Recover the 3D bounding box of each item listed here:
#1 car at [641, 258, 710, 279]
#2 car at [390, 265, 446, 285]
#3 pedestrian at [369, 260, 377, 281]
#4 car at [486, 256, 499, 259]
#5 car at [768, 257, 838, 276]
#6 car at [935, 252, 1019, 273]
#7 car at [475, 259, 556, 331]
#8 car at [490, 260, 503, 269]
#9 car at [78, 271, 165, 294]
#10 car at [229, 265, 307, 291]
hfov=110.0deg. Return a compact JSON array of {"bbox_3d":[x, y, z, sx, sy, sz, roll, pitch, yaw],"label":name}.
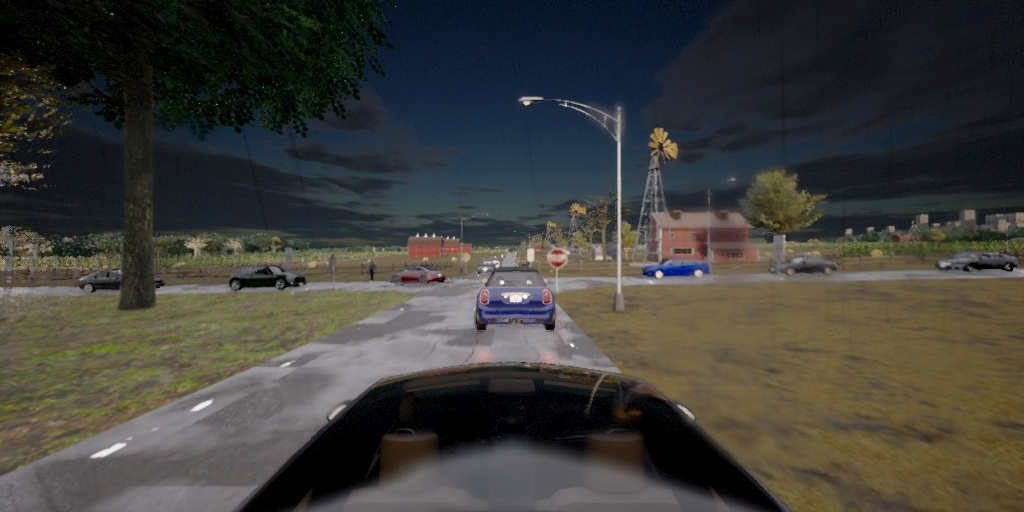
[{"bbox_3d":[12.653,0.936,27.944,5.008,1.535,1.882,-1,1,-1],"label":"car"},{"bbox_3d":[-7.045,1.404,26.790,4.181,1.385,1.994,-2,1,27],"label":"car"},{"bbox_3d":[-12.158,1.201,31.152,0.375,1.860,0.375,0,2,0],"label":"pedestrian"},{"bbox_3d":[-2.837,1.071,50.916,2.150,2.045,5.566,0,0,0],"label":"car"},{"bbox_3d":[22.637,0.784,27.951,4.674,1.442,1.812,-1,1,1],"label":"car"},{"bbox_3d":[36.017,0.476,27.867,4.902,1.511,2.128,-1,1,0],"label":"car"},{"bbox_3d":[0.096,1.098,11.110,2.097,1.767,4.553,0,0,0],"label":"car"},{"bbox_3d":[-2.770,1.512,64.423,2.033,1.411,5.357,0,-1,0],"label":"car"},{"bbox_3d":[-27.413,1.773,25.260,4.892,1.490,1.837,-1,1,0],"label":"car"},{"bbox_3d":[-17.053,1.430,25.206,4.553,1.767,2.097,-1,1,0],"label":"car"}]
